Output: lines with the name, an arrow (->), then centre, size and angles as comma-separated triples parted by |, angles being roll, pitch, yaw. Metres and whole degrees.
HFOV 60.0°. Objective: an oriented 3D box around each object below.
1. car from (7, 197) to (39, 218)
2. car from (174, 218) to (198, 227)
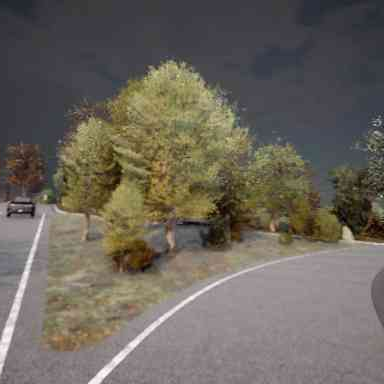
car -> -13.239, 1.126, 26.115 | 2.128, 1.511, 4.902 | 4, -1, -23
car -> 0.668, 1.991, 24.912 | 5.357, 1.411, 2.033 | 4, -6, 15
